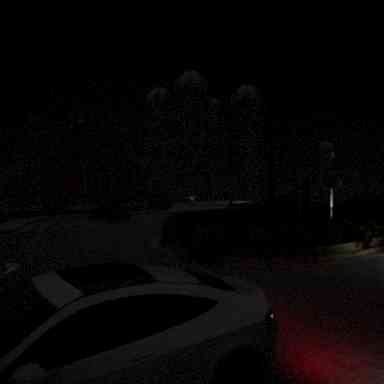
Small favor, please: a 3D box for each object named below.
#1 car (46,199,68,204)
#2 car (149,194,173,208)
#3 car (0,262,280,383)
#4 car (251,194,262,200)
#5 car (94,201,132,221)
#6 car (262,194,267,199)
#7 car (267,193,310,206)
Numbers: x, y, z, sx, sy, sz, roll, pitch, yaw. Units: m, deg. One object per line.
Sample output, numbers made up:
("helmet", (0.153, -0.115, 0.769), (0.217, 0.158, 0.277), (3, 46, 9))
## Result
("car", (-14.856, 1.447, 36.264), (1.816, 1.474, 4.193), (-1, 0, -36))
("car", (-4.271, 1.157, 44.632), (1.905, 1.878, 3.866), (-1, 0, -36))
("car", (-1.120, 1.520, 3.193), (4.674, 1.442, 1.812), (0, 0, -36))
("car", (14.141, 1.160, 67.523), (4.902, 1.511, 2.128), (-1, 0, -36))
("car", (-6.343, 1.451, 26.544), (1.784, 1.438, 3.905), (-1, 0, -36))
("car", (15.334, 1.148, 58.830), (2.242, 1.667, 4.611), (-1, 0, -36))
("car", (11.756, 1.077, 39.874), (1.932, 1.855, 4.605), (-1, 0, -36))
